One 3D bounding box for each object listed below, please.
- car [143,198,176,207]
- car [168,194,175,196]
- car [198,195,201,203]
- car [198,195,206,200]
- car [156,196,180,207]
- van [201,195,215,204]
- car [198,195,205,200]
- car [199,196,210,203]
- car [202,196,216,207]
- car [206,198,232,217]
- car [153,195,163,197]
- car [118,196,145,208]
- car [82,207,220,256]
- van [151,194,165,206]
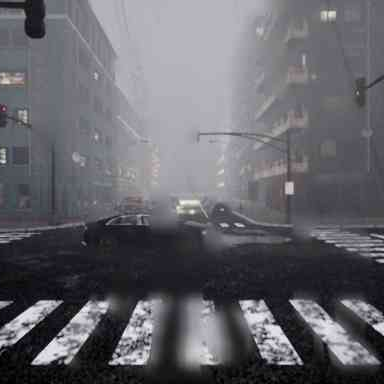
[{"bbox_3d":[-2.861,1.518,30.496,2.033,1.411,5.357,0,0,0],"label":"car"},{"bbox_3d":[-2.855,1.467,52.262,1.812,1.442,4.674,0,0,0],"label":"car"},{"bbox_3d":[2.545,1.374,57.938,1.967,1.590,4.097,0,0,0],"label":"car"},{"bbox_3d":[2.534,1.433,85.699,1.887,1.381,4.507,0,0,0],"label":"car"},{"bbox_3d":[-2.864,1.504,41.111,2.033,1.411,5.357,0,0,0],"label":"car"},{"bbox_3d":[2.550,1.290,46.834,1.690,1.788,3.998,0,0,0],"label":"van"},{"bbox_3d":[2.532,1.423,91.251,1.887,1.381,4.507,0,0,0],"label":"car"},{"bbox_3d":[2.541,1.468,69.043,2.008,1.369,4.403,0,0,0],"label":"car"},{"bbox_3d":[2.552,1.539,41.283,1.802,1.307,4.206,0,0,0],"label":"car"},{"bbox_3d":[2.556,1.537,30.179,1.947,1.339,4.313,0,0,0],"label":"car"},{"bbox_3d":[-5.331,1.494,46.831,1.887,1.381,4.507,0,0,0],"label":"car"},{"bbox_3d":[-5.324,1.286,30.175,2.192,1.841,5.009,0,0,0],"label":"car"},{"bbox_3d":[-1.572,1.480,12.486,4.902,1.511,2.128,-1,0,0],"label":"car"},{"bbox_3d":[-5.333,1.282,52.383,1.690,1.788,3.998,0,0,0],"label":"van"}]
